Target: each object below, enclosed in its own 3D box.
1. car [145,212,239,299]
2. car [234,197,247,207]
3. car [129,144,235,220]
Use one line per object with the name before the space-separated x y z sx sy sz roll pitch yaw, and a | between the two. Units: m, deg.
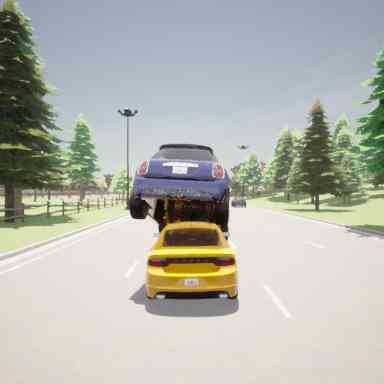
car | -0.005 1.491 8.474 1.882 1.535 5.008 -1 0 0
car | 6.993 1.491 49.919 2.128 1.511 4.902 0 0 0
car | -0.030 0.110 8.846 2.097 1.767 4.553 3 -14 7
